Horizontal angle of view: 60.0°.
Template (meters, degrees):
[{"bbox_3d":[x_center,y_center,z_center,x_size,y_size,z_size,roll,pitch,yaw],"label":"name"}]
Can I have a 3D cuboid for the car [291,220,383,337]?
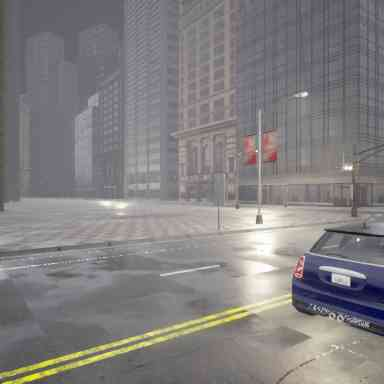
[{"bbox_3d":[3.992,1.352,6.303,4.553,1.767,2.097,0,0,-36],"label":"car"}]
